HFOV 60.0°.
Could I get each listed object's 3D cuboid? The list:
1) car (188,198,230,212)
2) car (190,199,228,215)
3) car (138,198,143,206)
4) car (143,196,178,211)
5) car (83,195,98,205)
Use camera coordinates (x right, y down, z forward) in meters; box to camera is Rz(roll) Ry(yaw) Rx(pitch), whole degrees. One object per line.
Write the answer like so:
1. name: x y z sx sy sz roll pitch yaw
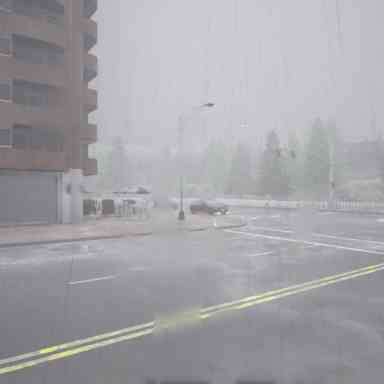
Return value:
1. car: 1.918 1.492 38.886 2.033 1.411 5.357 0 0 -34
2. car: 1.551 1.470 33.305 1.812 1.442 4.674 0 0 -35
3. car: -6.191 1.470 49.095 4.674 1.442 1.812 0 0 45
4. car: -3.588 1.298 40.389 2.097 1.767 4.553 0 0 -37
5. car: -17.033 1.296 52.185 4.553 1.767 2.097 0 0 20
